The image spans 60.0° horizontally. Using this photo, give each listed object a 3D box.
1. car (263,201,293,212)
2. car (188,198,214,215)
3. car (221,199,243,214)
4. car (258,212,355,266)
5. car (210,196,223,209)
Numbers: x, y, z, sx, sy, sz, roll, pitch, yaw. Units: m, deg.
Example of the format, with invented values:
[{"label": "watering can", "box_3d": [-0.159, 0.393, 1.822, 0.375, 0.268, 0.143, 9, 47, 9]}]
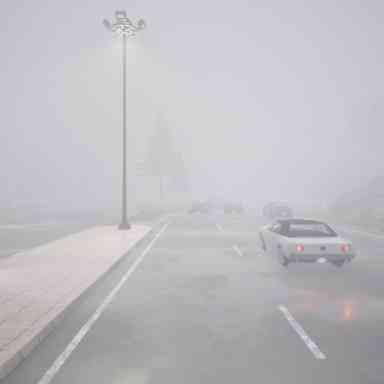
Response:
[{"label": "car", "box_3d": [7.288, 1.526, 28.409, 1.812, 1.442, 4.674, 0, 0, 2]}, {"label": "car", "box_3d": [0.866, 1.601, 34.354, 1.895, 1.301, 4.718, 0, 0, 8]}, {"label": "car", "box_3d": [4.424, 1.601, 34.859, 1.895, 1.301, 4.718, 0, 0, 9]}, {"label": "car", "box_3d": [3.600, 1.601, 11.449, 1.895, 1.301, 4.718, 0, 0, 0]}, {"label": "car", "box_3d": [3.287, 1.352, 44.365, 2.097, 1.767, 4.553, 0, 0, 16]}]
